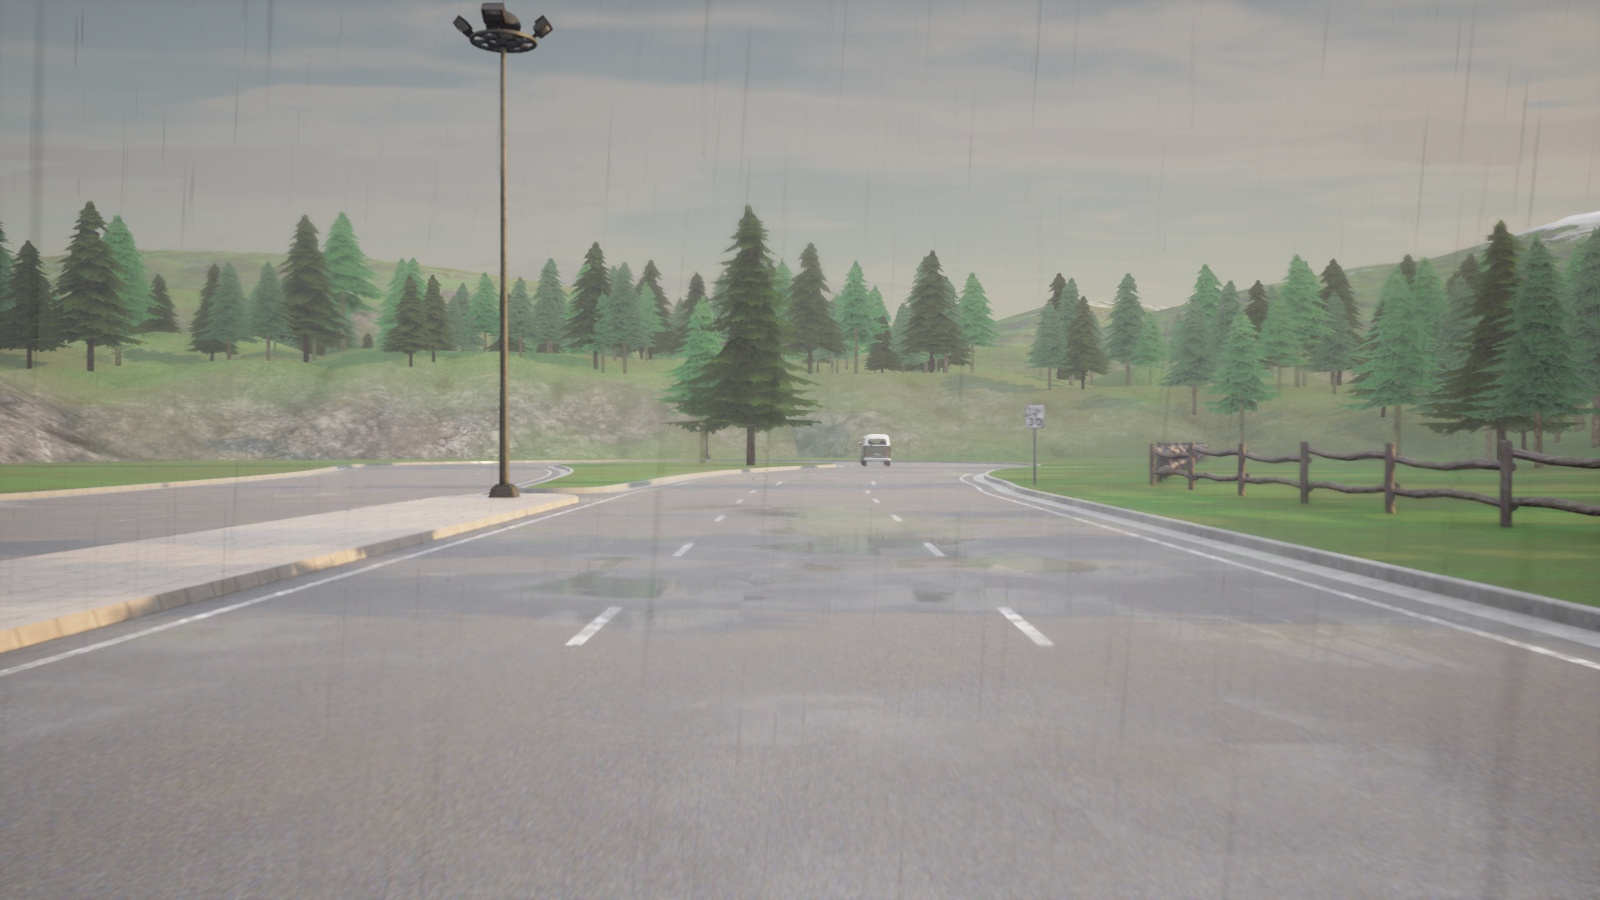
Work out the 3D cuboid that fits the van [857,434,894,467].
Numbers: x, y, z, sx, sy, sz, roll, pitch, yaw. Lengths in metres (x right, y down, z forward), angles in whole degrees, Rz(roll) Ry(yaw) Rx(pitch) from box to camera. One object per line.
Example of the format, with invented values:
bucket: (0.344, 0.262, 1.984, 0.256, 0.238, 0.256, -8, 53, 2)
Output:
van: (4.869, 0.015, 81.310, 2.069, 2.038, 4.480, 1, 0, -1)
